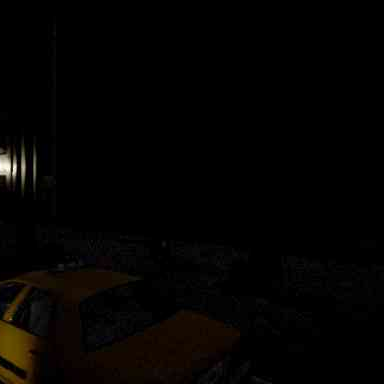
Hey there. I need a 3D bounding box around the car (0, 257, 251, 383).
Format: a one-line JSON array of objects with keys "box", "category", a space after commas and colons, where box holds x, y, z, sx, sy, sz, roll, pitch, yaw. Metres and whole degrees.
[{"box": [-1.695, 1.509, 4.174, 4.829, 1.417, 1.752, 0, 0, 36], "category": "car"}]
